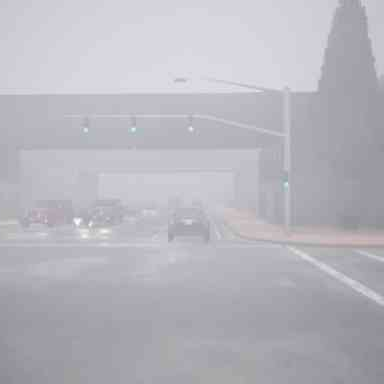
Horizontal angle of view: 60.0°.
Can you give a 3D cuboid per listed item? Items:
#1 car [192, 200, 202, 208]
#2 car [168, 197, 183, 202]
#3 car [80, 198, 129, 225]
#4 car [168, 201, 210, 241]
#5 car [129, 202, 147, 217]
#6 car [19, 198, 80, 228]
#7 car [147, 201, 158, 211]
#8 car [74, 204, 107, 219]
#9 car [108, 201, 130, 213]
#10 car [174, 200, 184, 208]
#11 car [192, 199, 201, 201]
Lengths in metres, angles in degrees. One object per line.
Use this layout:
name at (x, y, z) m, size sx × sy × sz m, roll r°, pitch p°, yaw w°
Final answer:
car at (0.987, 2.276, 64.862) m, size 1.994 × 1.385 × 4.181 m, roll 0°, pitch -1°, yaw 2°
car at (-2.771, 1.837, 55.379) m, size 2.150 × 2.045 × 5.566 m, roll 0°, pitch -1°, yaw 2°
car at (-7.117, 1.538, 27.408) m, size 2.150 × 2.045 × 5.566 m, roll 0°, pitch -1°, yaw 2°
car at (-0.124, 1.554, 18.202) m, size 2.097 × 1.767 × 4.553 m, roll 0°, pitch -1°, yaw 1°
car at (-6.832, 1.976, 37.651) m, size 2.033 × 1.411 × 5.357 m, roll 0°, pitch -1°, yaw 2°
car at (-10.690, 1.519, 25.039) m, size 2.150 × 2.045 × 5.566 m, roll 0°, pitch -1°, yaw 2°
car at (-6.429, 2.145, 51.513) m, size 1.994 × 1.385 × 4.181 m, roll 0°, pitch -1°, yaw 2°
car at (-10.430, 1.964, 34.413) m, size 1.994 × 1.385 × 4.181 m, roll 0°, pitch -1°, yaw 2°
car at (-10.094, 2.055, 46.248) m, size 1.812 × 1.442 × 4.674 m, roll 0°, pitch -1°, yaw 2°
car at (-2.510, 2.246, 65.029) m, size 1.812 × 1.442 × 4.674 m, roll 0°, pitch -1°, yaw 2°
car at (0.757, 1.971, 56.336) m, size 2.097 × 1.767 × 4.553 m, roll 0°, pitch -1°, yaw 2°
